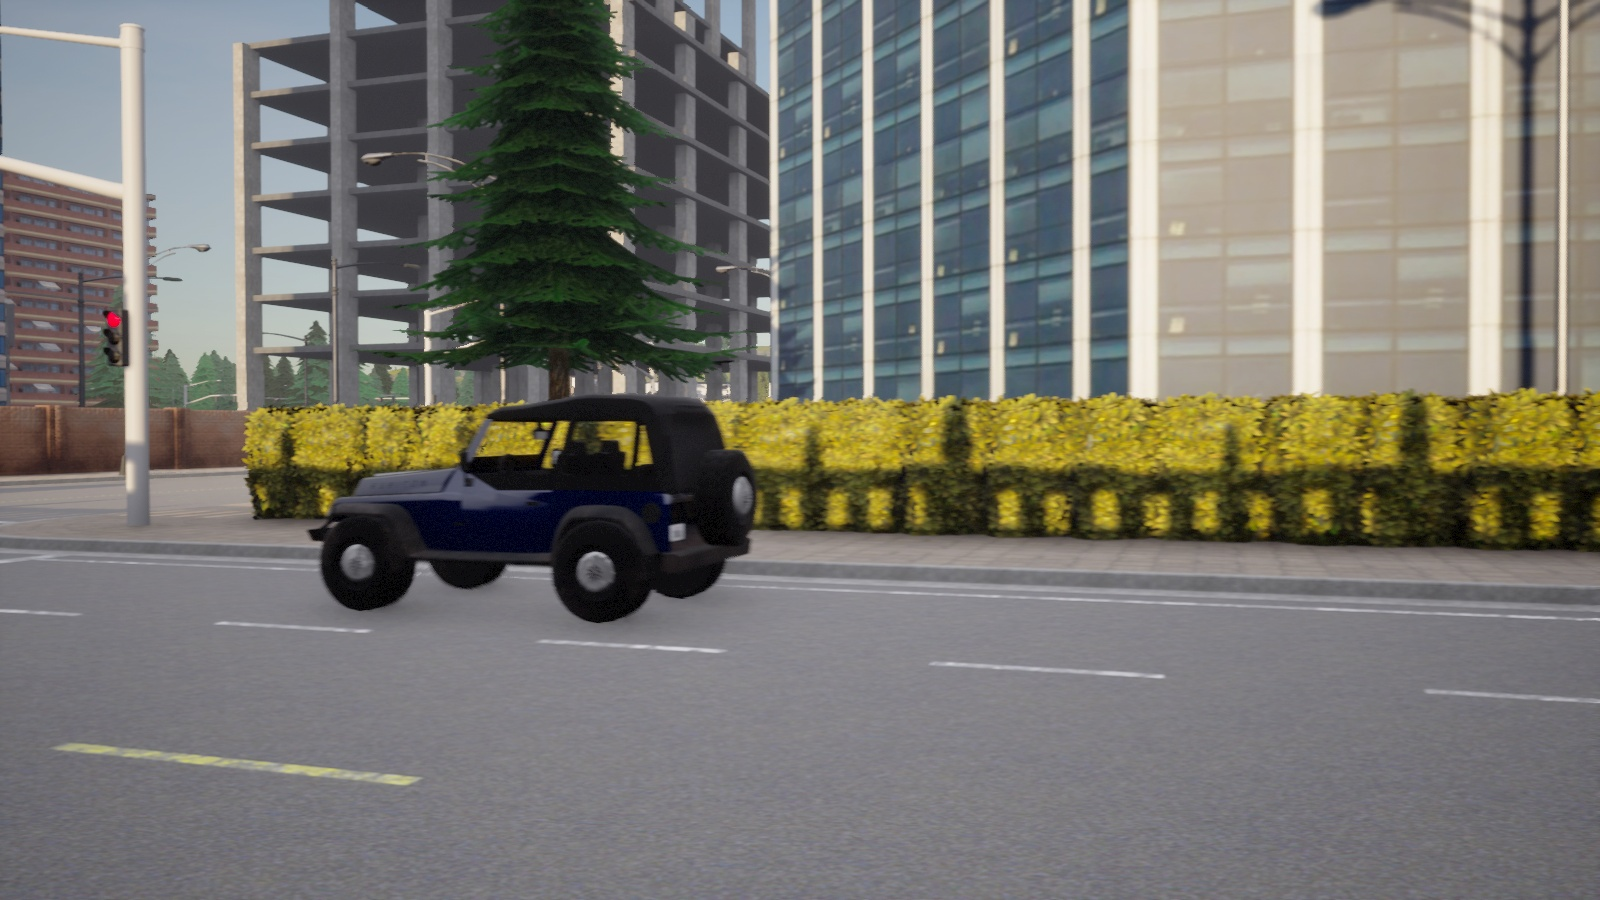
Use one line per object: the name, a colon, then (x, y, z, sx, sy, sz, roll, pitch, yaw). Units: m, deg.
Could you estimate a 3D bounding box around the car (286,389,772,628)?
car: (-2.403, 0.431, 11.383, 3.866, 1.878, 1.905, 1, 1, 19)
